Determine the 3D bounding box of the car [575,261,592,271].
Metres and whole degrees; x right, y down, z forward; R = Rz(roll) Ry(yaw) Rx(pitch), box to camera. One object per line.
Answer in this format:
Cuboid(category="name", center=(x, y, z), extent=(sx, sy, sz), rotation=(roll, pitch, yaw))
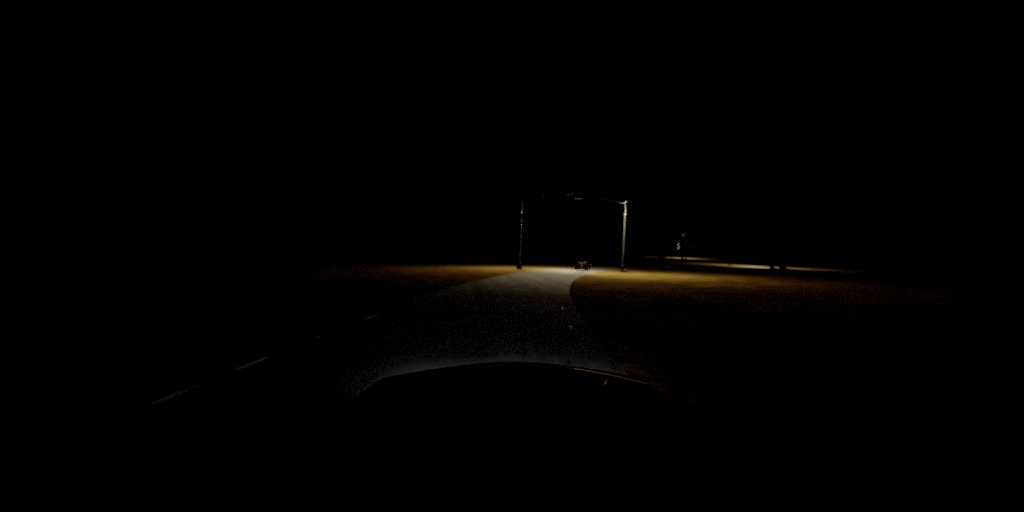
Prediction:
Cuboid(category="car", center=(10.884, 1.509, 54.292), extent=(1.837, 1.490, 4.892), rotation=(2, -1, 22))
